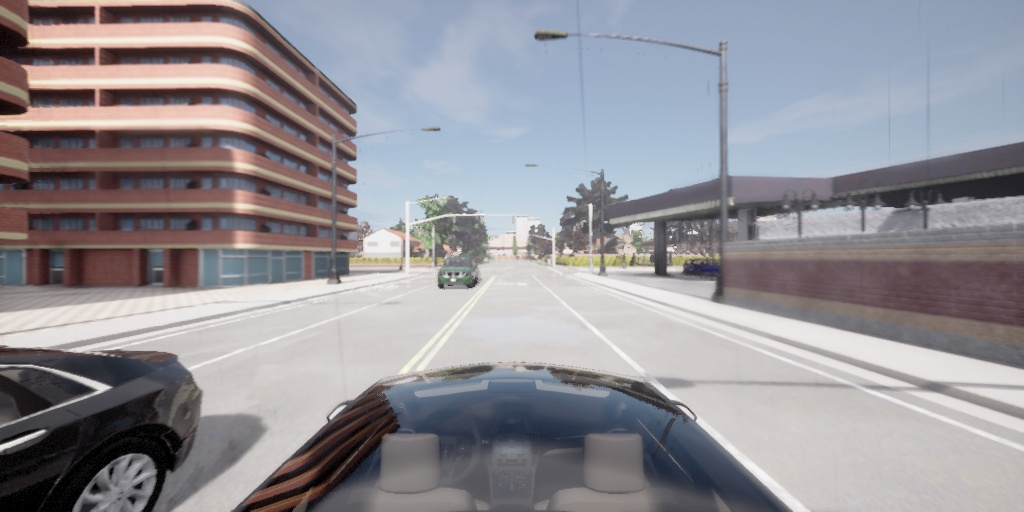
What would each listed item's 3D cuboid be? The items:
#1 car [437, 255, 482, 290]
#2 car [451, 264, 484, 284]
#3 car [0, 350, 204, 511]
[{"bbox_3d":[-3.540,1.021,24.306,2.150,2.045,5.566,0,2,0],"label":"car"},{"bbox_3d":[-3.604,1.439,29.872,2.033,1.411,5.357,0,0,1],"label":"car"},{"bbox_3d":[-3.601,1.263,1.073,1.837,1.490,4.892,0,0,0],"label":"car"}]
